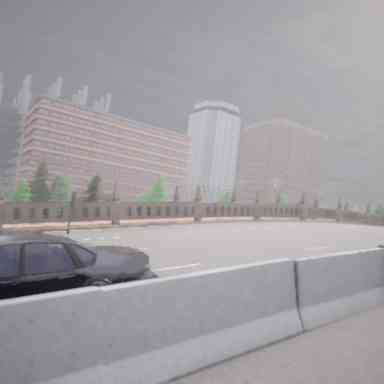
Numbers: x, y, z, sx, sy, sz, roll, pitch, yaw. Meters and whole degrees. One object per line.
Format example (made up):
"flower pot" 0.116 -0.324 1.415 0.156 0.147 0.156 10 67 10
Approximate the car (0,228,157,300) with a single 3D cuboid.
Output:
"car" -3.300 1.503 5.966 5.357 1.411 2.033 1 0 -35
